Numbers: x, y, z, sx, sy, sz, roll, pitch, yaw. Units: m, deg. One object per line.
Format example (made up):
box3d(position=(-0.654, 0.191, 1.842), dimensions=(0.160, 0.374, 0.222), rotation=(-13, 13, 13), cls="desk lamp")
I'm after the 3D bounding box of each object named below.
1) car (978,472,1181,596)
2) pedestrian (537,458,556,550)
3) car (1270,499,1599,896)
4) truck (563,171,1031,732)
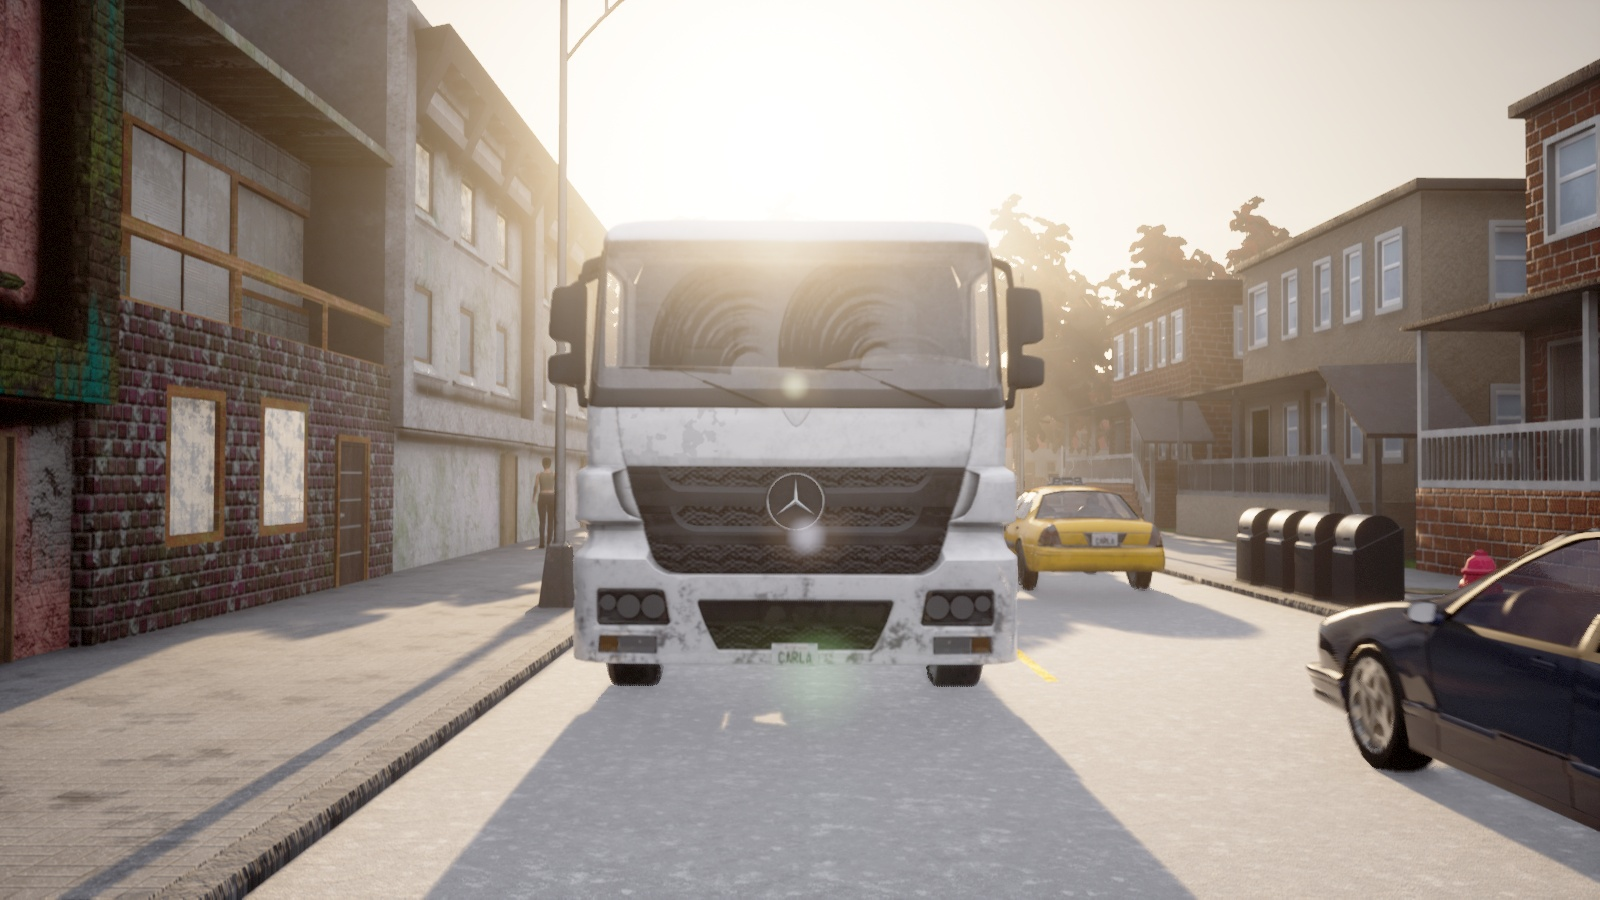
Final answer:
box3d(position=(3.956, 1.130, 18.732), dimensions=(1.801, 1.575, 5.366), rotation=(0, -1, 0), cls="car")
box3d(position=(-5.119, 1.075, 25.383), dimensions=(0.345, 1.836, 0.594), rotation=(0, -1, -9), cls="pedestrian")
box3d(position=(3.988, 0.960, 5.217), dimensions=(2.033, 1.411, 5.357), rotation=(0, -1, 0), cls="car")
box3d(position=(-0.031, 0.082, 11.750), dimensions=(2.891, 3.462, 7.936), rotation=(0, -1, 0), cls="truck")
